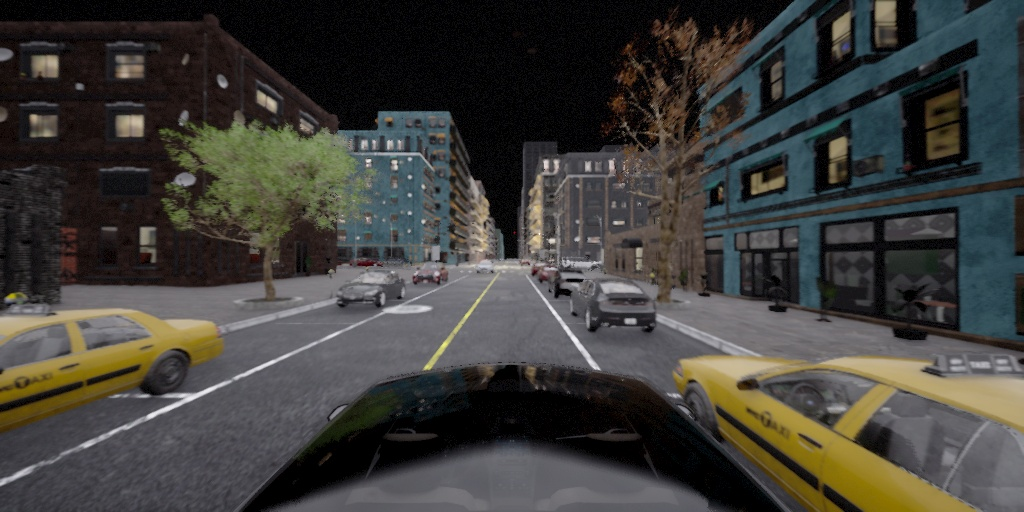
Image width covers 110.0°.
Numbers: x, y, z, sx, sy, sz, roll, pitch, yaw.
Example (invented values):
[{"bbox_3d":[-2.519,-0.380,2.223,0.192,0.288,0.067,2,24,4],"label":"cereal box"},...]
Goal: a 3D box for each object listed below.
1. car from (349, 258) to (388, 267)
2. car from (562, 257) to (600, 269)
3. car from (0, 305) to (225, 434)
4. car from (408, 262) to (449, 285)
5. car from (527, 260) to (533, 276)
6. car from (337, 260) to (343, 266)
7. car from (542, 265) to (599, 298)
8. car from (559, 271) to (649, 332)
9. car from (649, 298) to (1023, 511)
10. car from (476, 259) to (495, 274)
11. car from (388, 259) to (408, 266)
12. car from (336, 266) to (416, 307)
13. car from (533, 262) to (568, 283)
[{"bbox_3d":[-20.030,0.923,49.490,4.507,1.381,1.888,0,0,-1],"label":"car"},{"bbox_3d":[10.082,1.182,52.558,5.566,2.045,2.150,1,-1,-1],"label":"car"},{"bbox_3d":[-5.759,1.275,4.023,1.751,1.417,4.829,0,0,0],"label":"car"},{"bbox_3d":[-5.829,1.193,26.077,1.967,1.591,4.097,0,0,0],"label":"car"},{"bbox_3d":[2.806,1.302,36.183,1.888,1.381,4.507,0,0,0],"label":"car"},{"bbox_3d":[-25.712,0.816,49.511,4.507,1.381,1.888,0,0,-1],"label":"car"},{"bbox_3d":[2.814,1.318,18.180,1.948,1.339,4.313,0,0,0],"label":"car"},{"bbox_3d":[2.789,1.301,10.635,2.007,1.370,4.403,0,0,0],"label":"car"},{"bbox_3d":[2.752,1.276,2.414,1.751,1.417,4.829,0,0,0],"label":"car"},{"bbox_3d":[-3.034,1.286,41.423,1.812,1.442,4.674,0,0,0],"label":"car"},{"bbox_3d":[-16.621,1.061,52.295,4.181,1.385,1.994,2,-1,-1],"label":"car"},{"bbox_3d":[-5.818,1.301,15.258,2.007,1.370,4.403,0,0,0],"label":"car"},{"bbox_3d":[2.810,1.336,27.181,1.802,1.307,4.207,0,0,0],"label":"car"}]
